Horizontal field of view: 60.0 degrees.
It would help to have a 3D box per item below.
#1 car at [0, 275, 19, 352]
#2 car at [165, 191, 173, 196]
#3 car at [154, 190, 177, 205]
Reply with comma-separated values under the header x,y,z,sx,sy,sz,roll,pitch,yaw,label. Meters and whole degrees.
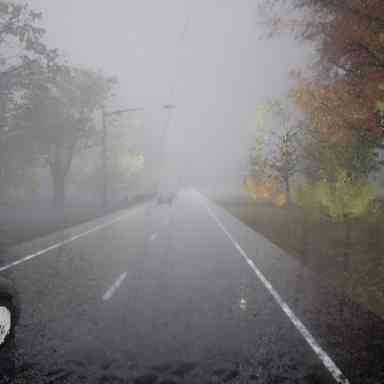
x,y,z,sx,sy,sz,roll,pitch,yaw,label
-3.503,1.440,3.035,1.837,1.490,4.892,0,1,0,car
-6.414,0.320,93.477,1.994,1.385,4.181,0,1,-8,car
-3.501,0.893,45.034,2.128,1.511,4.902,0,1,0,car
